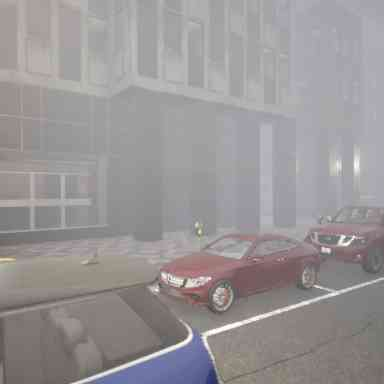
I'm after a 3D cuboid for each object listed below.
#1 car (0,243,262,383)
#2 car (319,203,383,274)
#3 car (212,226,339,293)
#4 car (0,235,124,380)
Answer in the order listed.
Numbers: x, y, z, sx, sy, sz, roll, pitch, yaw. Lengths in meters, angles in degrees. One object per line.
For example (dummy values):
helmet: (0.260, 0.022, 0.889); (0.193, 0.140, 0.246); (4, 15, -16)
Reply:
car: (-1.966, 1.352, 1.976); (4.553, 1.767, 2.097); (0, 0, -35)
car: (5.798, 1.314, 10.779); (5.009, 1.841, 2.192); (0, 0, -35)
car: (1.235, 1.582, 7.528); (4.206, 1.307, 1.802); (0, 0, -35)
car: (-3.466, 1.525, 4.180); (4.829, 1.417, 1.752); (0, 0, -35)
